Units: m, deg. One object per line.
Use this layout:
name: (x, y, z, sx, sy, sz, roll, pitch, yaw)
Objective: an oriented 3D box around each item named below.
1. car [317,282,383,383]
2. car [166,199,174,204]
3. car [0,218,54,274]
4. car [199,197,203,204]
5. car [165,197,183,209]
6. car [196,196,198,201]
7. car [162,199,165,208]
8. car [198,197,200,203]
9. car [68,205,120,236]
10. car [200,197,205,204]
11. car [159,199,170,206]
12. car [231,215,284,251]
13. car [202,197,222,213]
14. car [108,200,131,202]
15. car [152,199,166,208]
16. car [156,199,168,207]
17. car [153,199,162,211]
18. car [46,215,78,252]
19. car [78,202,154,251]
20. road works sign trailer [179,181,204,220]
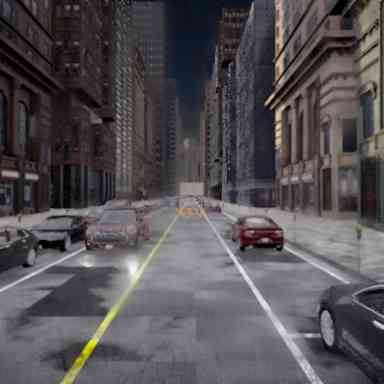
car: (2.761, 1.584, 3.477, 2.008, 1.369, 4.403, 0, -1, 0)
car: (-5.882, 2.405, 87.483, 1.802, 1.307, 4.206, 0, -1, 0)
car: (-5.772, 1.636, 9.062, 2.008, 1.369, 4.403, 0, -1, 0)
car: (2.683, 2.103, 59.497, 1.887, 1.381, 4.507, 0, -1, 0)
car: (-3.144, 2.011, 55.440, 2.128, 1.511, 4.902, 0, -1, 0)
car: (2.651, 2.314, 81.905, 1.887, 1.381, 4.507, 0, -1, 0)
car: (-5.834, 2.028, 53.705, 1.752, 1.417, 4.829, 0, -1, 0)
car: (2.675, 2.155, 65.098, 1.887, 1.381, 4.507, 0, -1, 0)
car: (-5.787, 1.630, 20.266, 1.967, 1.590, 4.097, 0, -1, 0)
car: (2.690, 2.032, 54.065, 1.752, 1.417, 4.829, 0, -1, 0)
car: (-5.858, 2.208, 70.680, 1.887, 1.381, 4.507, 0, -1, 0)
car: (2.745, 1.682, 14.681, 1.887, 1.381, 4.507, 0, -1, 0)
car: (2.707, 1.839, 42.691, 1.967, 1.590, 4.097, 0, -1, 0)
car: (-5.795, 1.557, 25.869, 2.192, 1.841, 5.009, 0, -1, 0)
car: (-5.842, 1.998, 59.477, 1.967, 1.590, 4.097, 0, -1, 0)
car: (-5.850, 2.155, 65.077, 1.887, 1.381, 4.507, 0, -1, 0)
car: (-5.827, 2.034, 48.272, 1.802, 1.307, 4.206, 0, -1, 0)
car: (-5.780, 1.703, 14.664, 1.947, 1.339, 4.313, 0, -1, 0)
car: (-3.120, 1.490, 14.743, 2.097, 1.767, 4.553, 0, -1, 0)
road works sign trailer: (-0.043, 0.757, 31.377, 2.380, 3.560, 2.880, 0, -1, 0)
